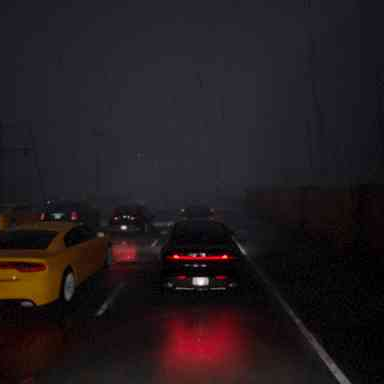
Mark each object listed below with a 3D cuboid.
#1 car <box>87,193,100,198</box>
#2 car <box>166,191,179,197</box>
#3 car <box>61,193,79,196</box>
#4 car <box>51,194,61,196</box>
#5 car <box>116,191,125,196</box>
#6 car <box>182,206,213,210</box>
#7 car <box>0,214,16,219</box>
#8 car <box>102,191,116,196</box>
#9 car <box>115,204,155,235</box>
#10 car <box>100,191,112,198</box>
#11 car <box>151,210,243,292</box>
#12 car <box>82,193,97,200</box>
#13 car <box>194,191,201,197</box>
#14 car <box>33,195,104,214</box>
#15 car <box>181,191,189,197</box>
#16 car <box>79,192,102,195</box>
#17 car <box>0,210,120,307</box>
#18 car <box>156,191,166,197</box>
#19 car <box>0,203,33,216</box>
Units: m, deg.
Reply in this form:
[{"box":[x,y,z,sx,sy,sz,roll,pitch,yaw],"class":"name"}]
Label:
[{"box":[-26.633,0.859,89.951,1.895,1.301,4.718,0,1,1],"class":"car"},{"box":[-5.520,0.676,95.040,2.128,1.511,4.902,0,1,1],"class":"car"},{"box":[-23.625,0.953,66.458,2.097,1.767,4.553,0,1,1],"class":"car"},{"box":[-27.125,1.151,66.494,1.994,1.385,4.181,0,1,1],"class":"car"},{"box":[-19.617,0.605,90.602,2.097,1.767,4.553,0,1,1],"class":"car"},{"box":[0.327,1.455,18.904,1.994,1.385,4.181,0,0,1],"class":"car"},{"box":[-6.801,1.514,8.722,1.994,1.385,4.181,0,0,0],"class":"car"},{"box":[-19.906,0.698,76.941,2.150,2.045,5.566,0,1,1],"class":"car"},{"box":[-3.181,1.402,18.045,1.837,1.490,4.892,0,0,1],"class":"car"},{"box":[-23.138,0.624,89.676,2.097,1.767,4.553,0,1,1],"class":"car"},{"box":[0.197,1.453,8.788,1.837,1.490,4.892,0,0,1],"class":"car"},{"box":[-23.420,1.035,76.317,1.994,1.385,4.181,0,1,1],"class":"car"},{"box":[1.487,0.699,95.309,1.994,1.385,4.181,0,1,1],"class":"car"},{"box":[-6.676,1.245,18.741,2.097,1.767,4.553,0,0,1],"class":"car"},{"box":[-2.013,0.502,95.349,2.097,1.767,4.553,0,1,1],"class":"car"},{"box":[-20.126,0.935,66.394,2.097,1.767,4.553,0,1,1],"class":"car"},{"box":[-3.314,1.432,7.967,1.882,1.535,5.008,0,0,1],"class":"car"},{"box":[-9.019,0.628,95.118,1.882,1.535,5.008,0,1,1],"class":"car"},{"box":[-10.177,1.371,18.757,1.882,1.535,5.008,0,0,1],"class":"car"}]
